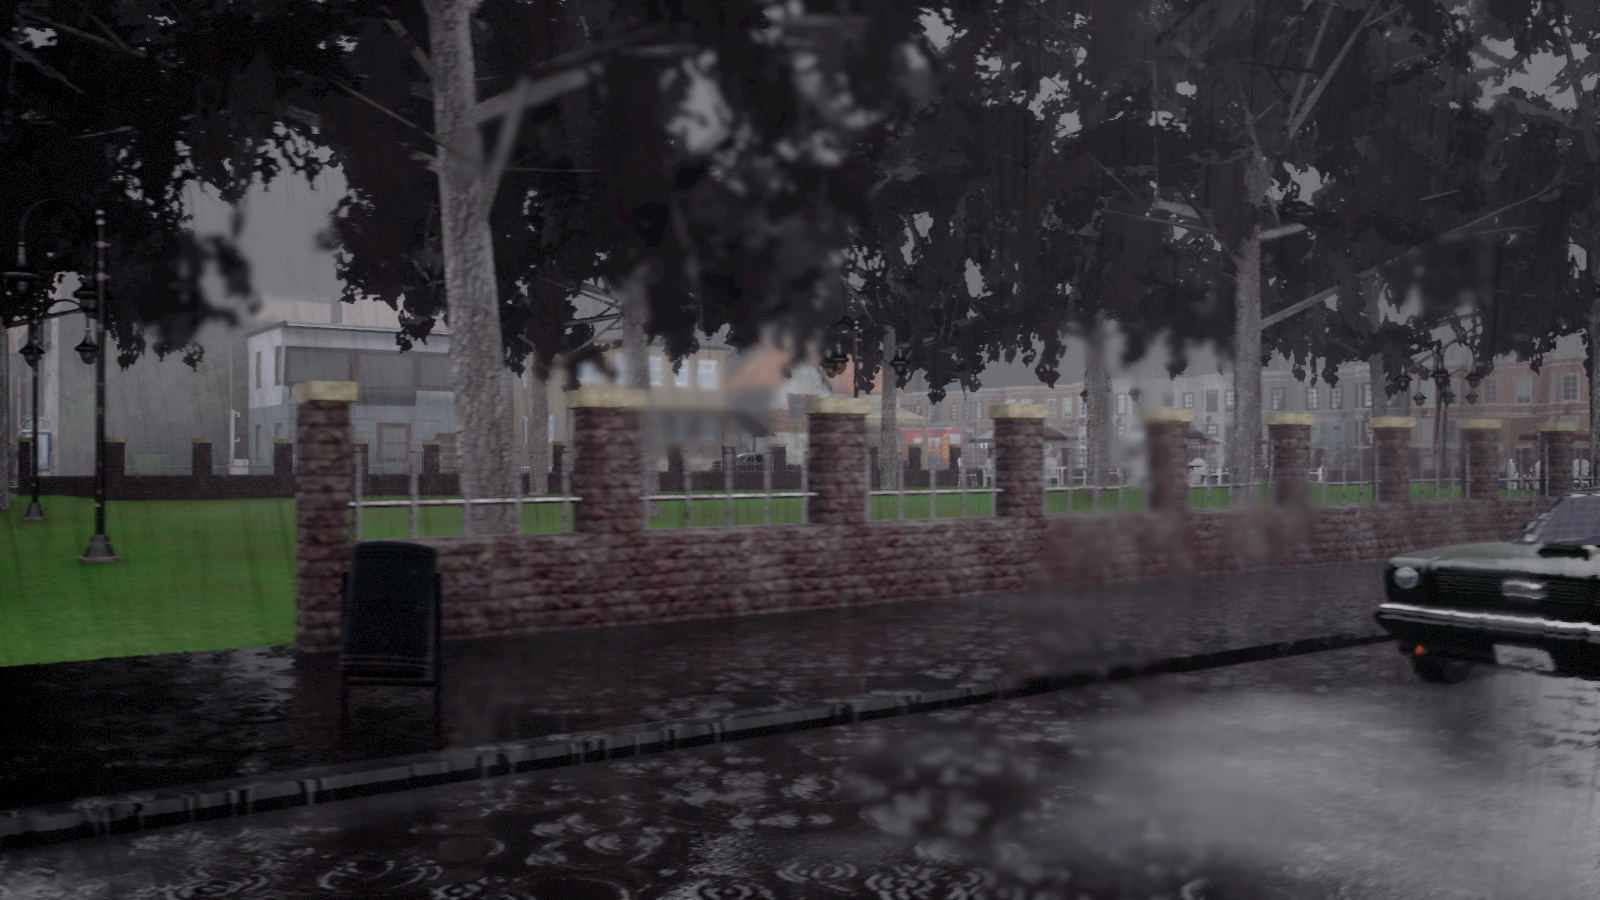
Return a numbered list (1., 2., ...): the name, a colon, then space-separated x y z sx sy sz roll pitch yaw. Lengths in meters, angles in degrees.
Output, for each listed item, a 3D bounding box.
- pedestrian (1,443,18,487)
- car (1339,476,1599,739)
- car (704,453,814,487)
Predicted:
1. pedestrian: -34.893 0.664 55.457 0.423 1.949 0.788 0 0 -14
2. car: 5.801 0.853 8.308 4.718 1.301 1.895 0 0 -35
3. car: -1.863 0.895 58.154 4.892 1.490 1.837 0 0 -35
